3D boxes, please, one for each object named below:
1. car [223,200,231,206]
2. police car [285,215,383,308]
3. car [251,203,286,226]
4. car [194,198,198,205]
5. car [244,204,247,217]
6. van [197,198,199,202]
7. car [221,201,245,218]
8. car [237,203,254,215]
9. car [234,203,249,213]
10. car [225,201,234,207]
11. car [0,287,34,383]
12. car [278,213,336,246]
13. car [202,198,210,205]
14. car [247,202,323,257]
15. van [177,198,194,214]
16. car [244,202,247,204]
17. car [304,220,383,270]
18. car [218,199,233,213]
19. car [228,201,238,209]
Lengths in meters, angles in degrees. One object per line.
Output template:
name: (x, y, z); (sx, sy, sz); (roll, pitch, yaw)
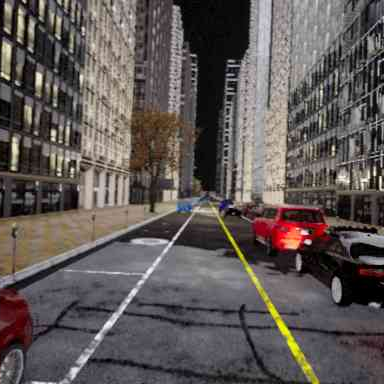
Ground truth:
car: (9.638, 3.032, 93.043); (1.947, 1.339, 4.313); (2, -1, 3)
police car: (4.157, 1.704, 8.738); (1.930, 1.638, 5.238); (2, -1, 3)
car: (6.898, 1.967, 30.430); (2.192, 1.841, 5.009); (2, -1, 3)
car: (-0.476, 2.171, 53.570); (2.008, 1.369, 4.403); (2, -1, 3)
car: (7.139, 2.273, 36.119); (1.887, 1.381, 4.507); (2, -1, 3)
van: (0.781, 2.329, 82.036); (1.690, 1.788, 3.998); (2, -1, 3)
car: (4.573, 2.170, 37.862); (1.812, 1.442, 4.674); (2, -1, 3)
car: (7.647, 2.409, 47.674); (1.752, 1.417, 4.829); (2, -1, 3)
car: (7.889, 2.502, 53.196); (1.887, 1.381, 4.507); (2, -1, 3)
car: (9.138, 2.891, 81.659); (1.947, 1.339, 4.313); (2, -1, 3)
car: (-2.725, 1.500, 2.344); (1.802, 1.307, 4.206); (2, -1, 3)
car: (6.390, 2.040, 19.043); (1.887, 1.381, 4.507); (2, -1, 3)
car: (3.814, 2.553, 89.747); (2.097, 1.767, 4.553); (2, -1, 3)
car: (4.084, 1.569, 14.629); (2.150, 2.045, 5.566); (2, -1, 0)
van: (-0.969, 1.809, 42.191); (1.690, 1.788, 3.998); (2, -1, 3)
car: (7.397, 2.121, 41.815); (2.192, 1.841, 5.009); (2, -1, 3)
car: (6.139, 1.982, 13.351); (1.947, 1.339, 4.313); (2, -1, 3)
car: (5.038, 2.016, 49.154); (2.150, 2.045, 5.566); (2, -1, 3)
car: (8.647, 2.708, 70.444); (1.752, 1.417, 4.829); (2, -1, 3)
